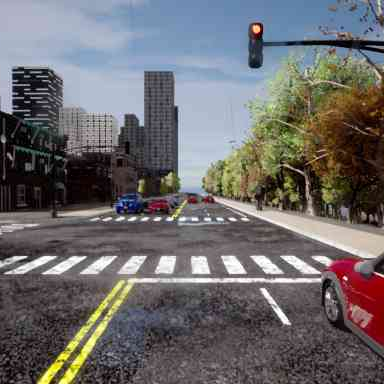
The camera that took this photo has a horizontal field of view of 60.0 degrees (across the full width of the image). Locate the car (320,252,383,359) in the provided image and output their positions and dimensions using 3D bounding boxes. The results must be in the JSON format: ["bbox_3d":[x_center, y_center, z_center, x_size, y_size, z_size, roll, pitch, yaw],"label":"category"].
[{"bbox_3d":[3.350,1.351,4.160,2.097,1.767,4.553,0,0,0],"label":"car"}]

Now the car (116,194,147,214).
[{"bbox_3d":[-6.568,1.210,35.782,2.150,2.045,5.566,0,0,0],"label":"car"}]

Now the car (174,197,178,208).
[{"bbox_3d":[-3.311,1.532,45.429,2.033,1.411,5.357,0,0,0],"label":"car"}]

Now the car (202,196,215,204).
[{"bbox_3d":[3.379,1.453,65.332,1.882,1.535,5.008,0,0,0],"label":"car"}]

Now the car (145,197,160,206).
[{"bbox_3d":[-6.546,1.544,55.558,1.994,1.385,4.181,0,0,1],"label":"car"}]

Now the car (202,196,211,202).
[{"bbox_3d":[3.285,1.523,75.475,1.994,1.385,4.181,0,0,0],"label":"car"}]

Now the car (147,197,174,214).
[{"bbox_3d":[-3.321,1.467,35.531,1.882,1.535,5.008,0,0,0],"label":"car"}]

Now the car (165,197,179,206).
[{"bbox_3d":[-3.299,1.527,56.002,2.033,1.411,5.357,0,0,0],"label":"car"}]

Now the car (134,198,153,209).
[{"bbox_3d":[-6.563,1.585,45.529,1.895,1.301,4.718,0,0,0],"label":"car"}]

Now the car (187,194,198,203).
[{"bbox_3d":[0.131,1.539,65.975,1.994,1.385,4.181,0,0,0],"label":"car"}]
